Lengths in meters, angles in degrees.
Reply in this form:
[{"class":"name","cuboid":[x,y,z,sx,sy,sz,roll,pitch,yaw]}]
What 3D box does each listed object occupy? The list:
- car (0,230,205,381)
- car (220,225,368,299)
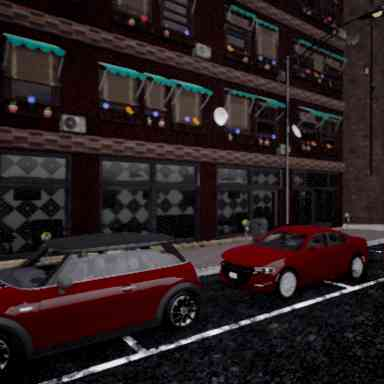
[{"class":"car","cuboid":[-1.863,1.444,5.228,4.097,1.590,1.967,0,0,-35]},{"class":"car","cuboid":[2.726,1.563,8.501,4.507,1.381,1.887,0,0,-35]}]
